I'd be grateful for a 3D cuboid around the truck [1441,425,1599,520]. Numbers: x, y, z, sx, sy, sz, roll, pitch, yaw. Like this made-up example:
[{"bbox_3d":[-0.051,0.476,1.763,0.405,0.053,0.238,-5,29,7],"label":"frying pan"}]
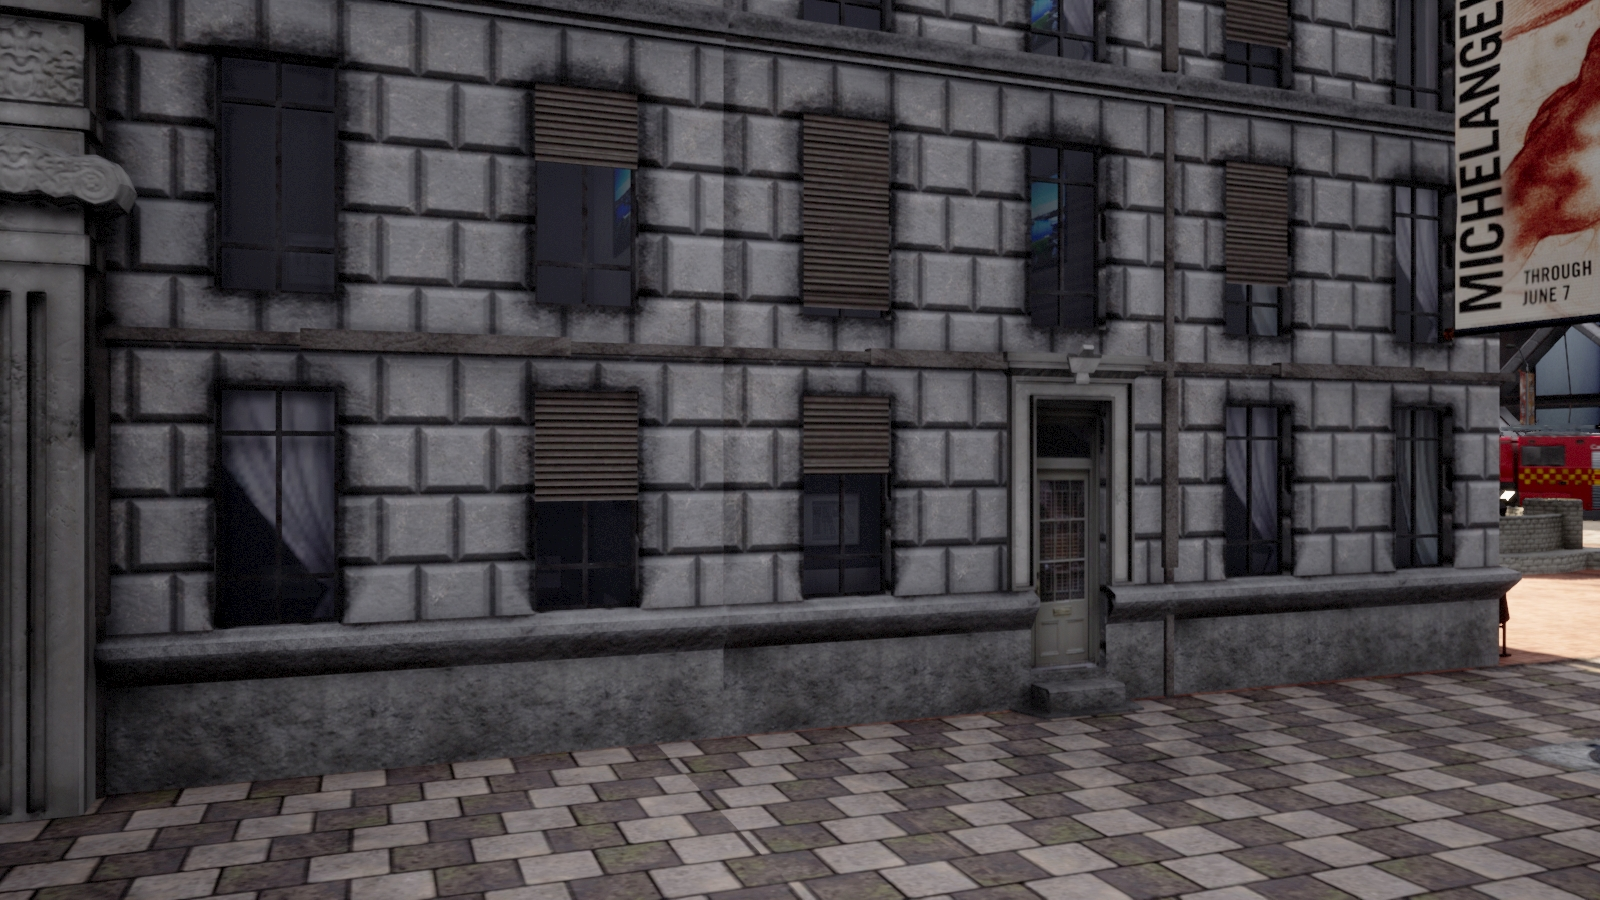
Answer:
[{"bbox_3d":[31.945,0.896,47.858,8.468,3.827,2.891,0,0,44],"label":"truck"}]
